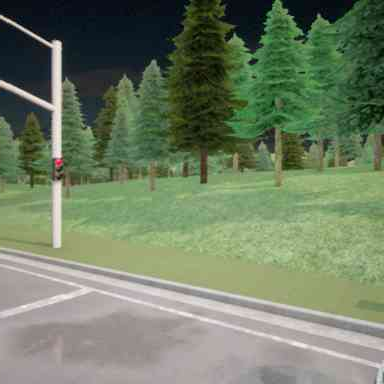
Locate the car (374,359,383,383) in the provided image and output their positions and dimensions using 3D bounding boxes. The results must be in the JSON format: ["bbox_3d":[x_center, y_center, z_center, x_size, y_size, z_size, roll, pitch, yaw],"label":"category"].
[{"bbox_3d":[3.389,1.353,1.571,4.553,1.767,2.097,0,0,36],"label":"car"}]
